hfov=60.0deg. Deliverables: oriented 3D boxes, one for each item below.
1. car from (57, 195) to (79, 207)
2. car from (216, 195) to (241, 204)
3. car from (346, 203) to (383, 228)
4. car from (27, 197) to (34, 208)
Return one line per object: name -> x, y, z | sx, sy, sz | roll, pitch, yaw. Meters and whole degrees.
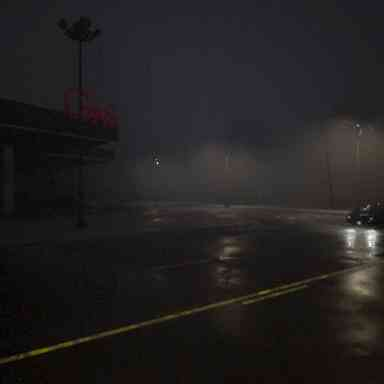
car -> -17.822, 1.230, 47.571 | 2.242, 1.667, 4.611 | 0, 0, -35
car -> 6.131, 1.280, 56.787 | 1.882, 1.535, 5.008 | 0, 0, -36
car -> 12.052, 1.431, 21.248 | 5.357, 1.411, 2.033 | 0, 0, -36
car -> -22.031, 1.421, 43.589 | 1.970, 1.475, 3.806 | 0, 0, -35
